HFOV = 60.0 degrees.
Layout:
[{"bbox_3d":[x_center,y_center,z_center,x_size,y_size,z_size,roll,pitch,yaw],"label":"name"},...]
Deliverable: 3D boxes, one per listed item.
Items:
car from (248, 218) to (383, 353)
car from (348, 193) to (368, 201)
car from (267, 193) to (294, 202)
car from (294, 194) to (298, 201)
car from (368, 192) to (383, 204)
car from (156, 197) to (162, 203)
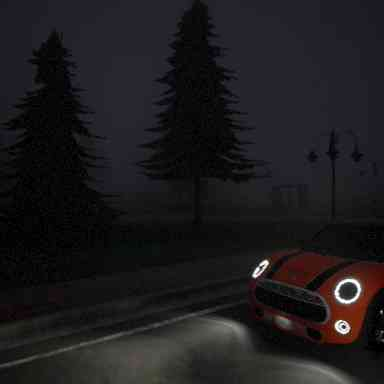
[{"bbox_3d":[3.190,1.323,6.220,4.553,1.767,2.097,0,0,-35],"label":"car"},{"bbox_3d":[33.495,1.030,67.444,1.845,1.501,3.633,0,0,-36],"label":"car"},{"bbox_3d":[16.872,1.119,64.945,2.007,1.523,4.514,0,0,-36],"label":"car"},{"bbox_3d":[19.395,1.096,66.810,2.152,1.636,5.027,0,0,-36],"label":"car"},{"bbox_3d":[30.118,1.150,51.531,1.970,1.475,3.806,0,0,-36],"label":"car"},{"bbox_3d":[-7.924,1.228,63.922,2.097,1.767,4.553,0,0,44],"label":"car"}]
